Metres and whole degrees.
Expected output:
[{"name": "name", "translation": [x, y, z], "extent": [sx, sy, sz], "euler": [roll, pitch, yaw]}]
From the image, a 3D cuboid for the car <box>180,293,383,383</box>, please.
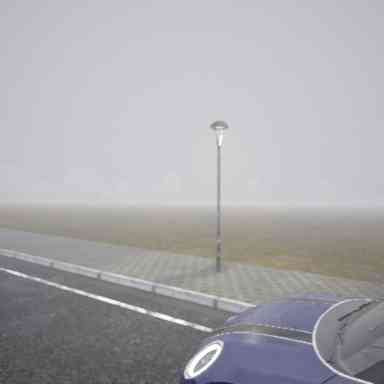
[{"name": "car", "translation": [2.080, 1.355, 2.221], "extent": [4.553, 1.767, 2.097], "euler": [0, 0, 35]}]
